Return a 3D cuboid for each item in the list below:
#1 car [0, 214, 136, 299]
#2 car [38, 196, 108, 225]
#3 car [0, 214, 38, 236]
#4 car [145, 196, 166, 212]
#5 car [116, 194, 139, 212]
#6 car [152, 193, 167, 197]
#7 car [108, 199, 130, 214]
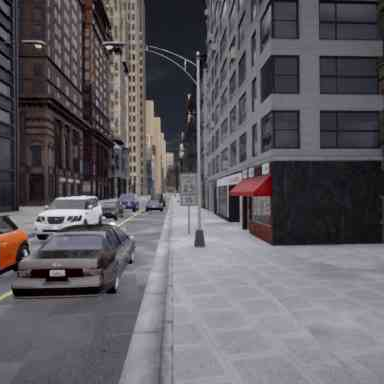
[{"bbox_3d":[-2.639,1.546,8.659,2.033,1.411,5.357,-1,0,-3],"label":"car"},{"bbox_3d":[-6.259,1.240,17.587,2.150,2.045,5.566,-1,0,-3],"label":"car"},{"bbox_3d":[-5.696,1.379,7.808,2.097,1.767,4.553,-1,0,-3],"label":"car"},{"bbox_3d":[-4.330,1.534,38.772,1.994,1.385,4.181,-1,0,-3],"label":"car"},{"bbox_3d":[-7.432,1.219,38.611,2.150,2.045,5.566,-1,0,-3],"label":"car"},{"bbox_3d":[-4.969,1.178,48.861,2.150,2.045,5.566,-1,0,-3],"label":"car"},{"bbox_3d":[-6.851,1.556,27.889,2.033,1.411,5.357,-1,0,-3],"label":"car"}]
